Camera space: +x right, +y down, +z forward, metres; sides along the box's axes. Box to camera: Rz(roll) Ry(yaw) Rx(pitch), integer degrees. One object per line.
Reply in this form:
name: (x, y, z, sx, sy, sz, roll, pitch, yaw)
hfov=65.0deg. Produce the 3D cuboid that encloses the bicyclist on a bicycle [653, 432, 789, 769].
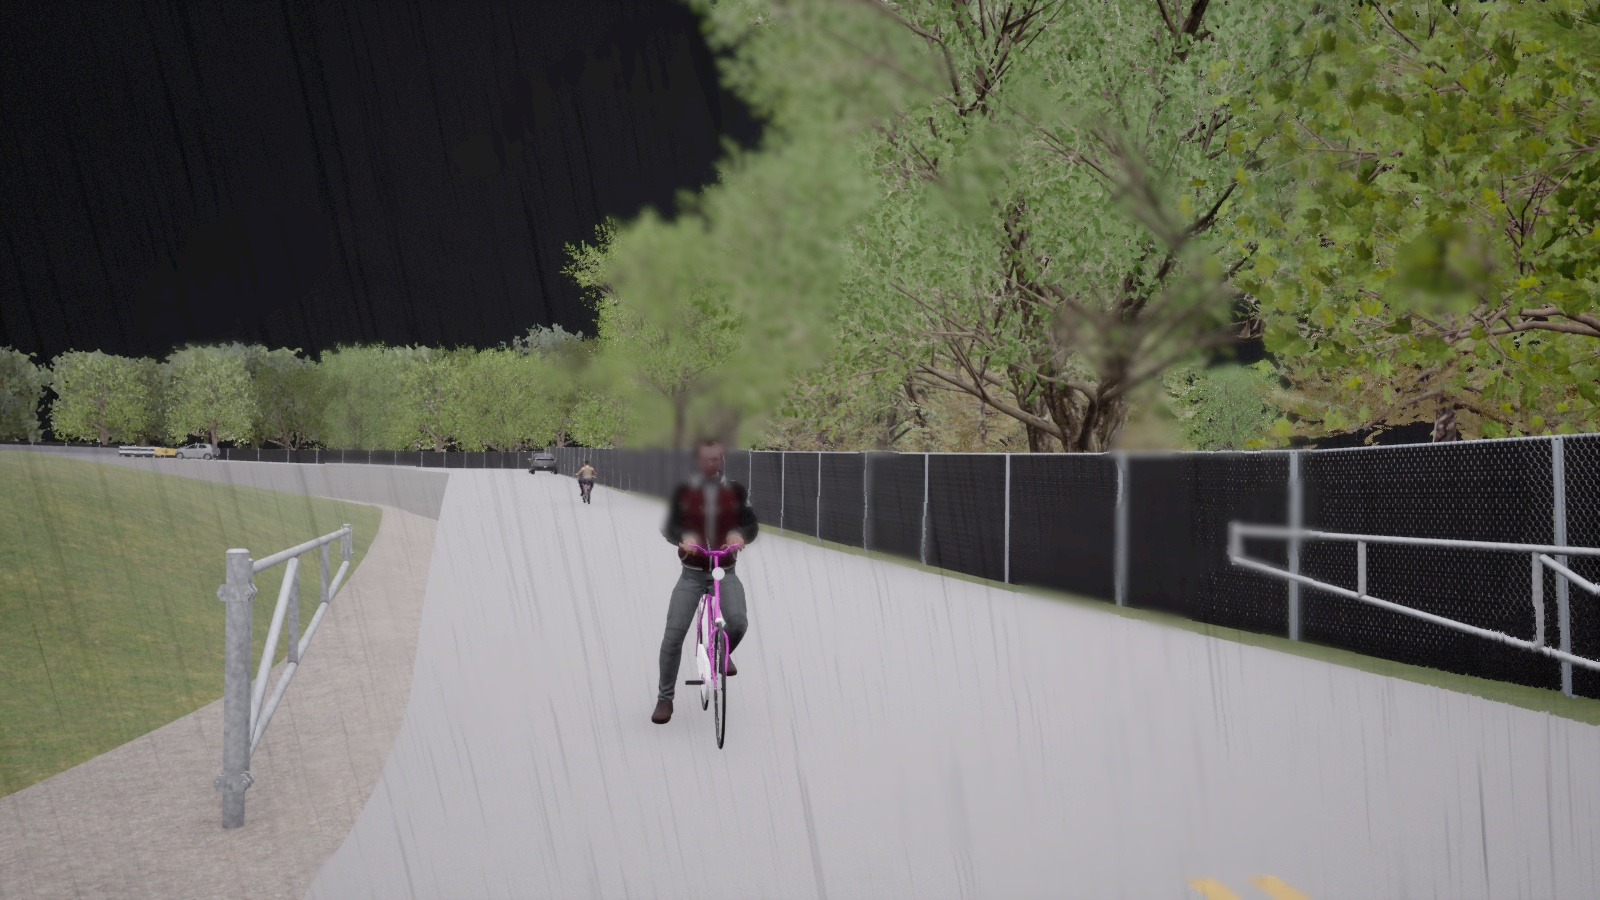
bicyclist on a bicycle: (-0.524, 0.813, 7.594, 0.659, 1.776, 1.843, 0, -1, -9)

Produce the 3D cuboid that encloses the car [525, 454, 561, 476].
car: (-18.364, 1.066, 89.578, 2.128, 1.511, 4.902, 0, 0, -16)

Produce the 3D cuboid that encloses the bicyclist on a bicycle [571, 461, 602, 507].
bicyclist on a bicycle: (-7.823, 1.230, 45.954, 0.866, 1.612, 1.509, 0, 0, -19)
